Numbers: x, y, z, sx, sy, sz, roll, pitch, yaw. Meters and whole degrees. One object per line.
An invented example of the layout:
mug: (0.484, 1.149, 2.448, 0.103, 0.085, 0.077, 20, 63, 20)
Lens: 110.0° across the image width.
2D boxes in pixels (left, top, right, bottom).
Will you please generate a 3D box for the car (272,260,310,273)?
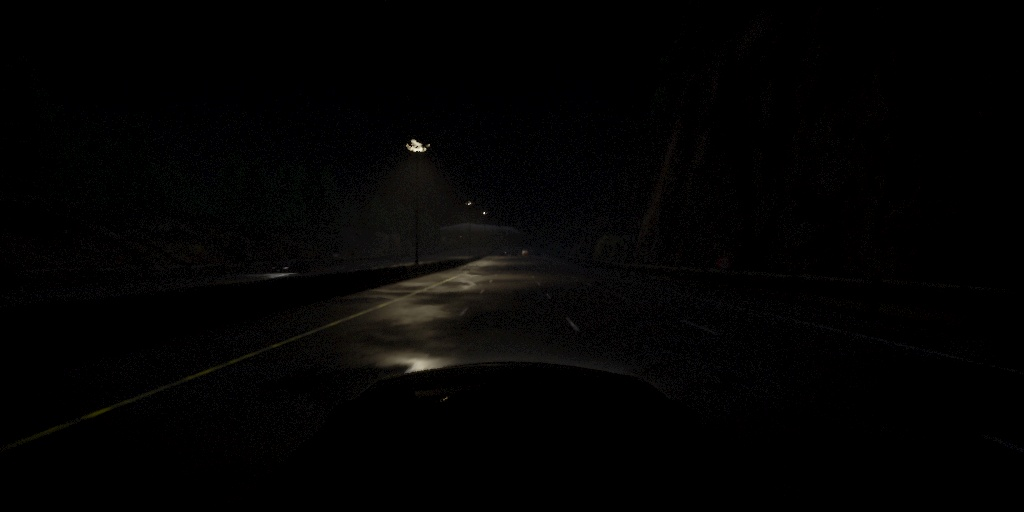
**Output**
car: (-24.278, 1.157, 39.581, 1.812, 1.442, 4.674, 0, 2, 0)
